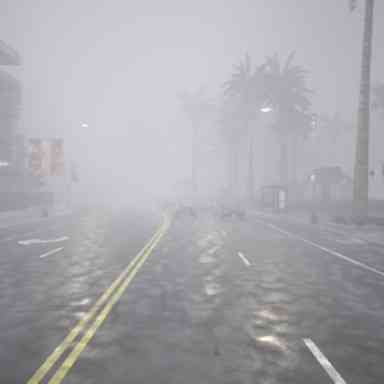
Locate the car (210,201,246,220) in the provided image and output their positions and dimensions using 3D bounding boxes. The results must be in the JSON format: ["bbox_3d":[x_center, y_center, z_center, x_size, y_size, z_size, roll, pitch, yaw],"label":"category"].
[{"bbox_3d":[3.066,1.615,28.351,1.895,1.301,4.718,0,0,-6],"label":"car"}]

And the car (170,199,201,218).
[{"bbox_3d":[-0.672,1.540,29.893,1.812,1.442,4.674,0,0,-7],"label":"car"}]

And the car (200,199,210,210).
[{"bbox_3d":[1.203,1.567,39.316,2.033,1.411,5.357,0,0,-14],"label":"car"}]

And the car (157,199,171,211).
[{"bbox_3d":[-3.061,1.546,41.488,1.812,1.442,4.674,0,0,-16],"label":"car"}]
